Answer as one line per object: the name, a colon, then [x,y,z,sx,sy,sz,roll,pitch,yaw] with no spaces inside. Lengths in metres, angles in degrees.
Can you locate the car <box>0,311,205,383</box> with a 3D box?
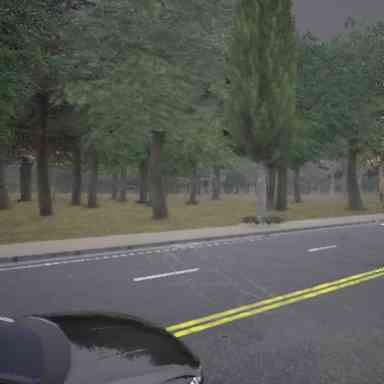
car: [-2.097,1.492,1.945,4.902,1.511,2.128,0,0,-36]
